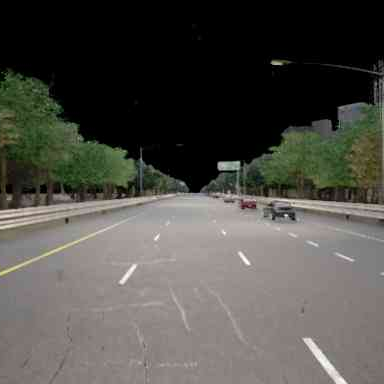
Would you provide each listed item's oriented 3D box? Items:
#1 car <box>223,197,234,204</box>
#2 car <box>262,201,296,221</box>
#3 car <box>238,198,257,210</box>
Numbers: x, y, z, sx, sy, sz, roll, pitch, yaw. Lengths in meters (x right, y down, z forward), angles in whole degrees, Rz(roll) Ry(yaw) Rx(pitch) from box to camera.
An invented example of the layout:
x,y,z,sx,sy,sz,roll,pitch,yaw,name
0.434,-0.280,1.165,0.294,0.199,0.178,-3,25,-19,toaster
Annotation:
x,y,z,sx,sy,sz,roll,pitch,yaw,name
7.267,1.639,66.876,1.895,1.301,4.718,0,0,0,car
7.050,1.517,27.249,1.837,1.490,4.892,0,0,0,car
7.118,1.518,43.150,1.882,1.535,5.008,0,0,0,car
